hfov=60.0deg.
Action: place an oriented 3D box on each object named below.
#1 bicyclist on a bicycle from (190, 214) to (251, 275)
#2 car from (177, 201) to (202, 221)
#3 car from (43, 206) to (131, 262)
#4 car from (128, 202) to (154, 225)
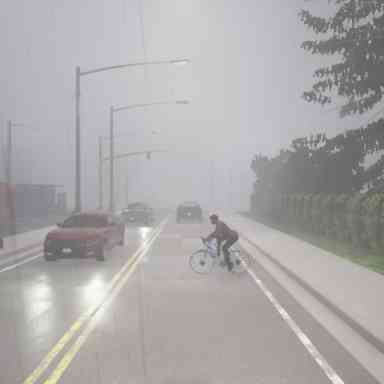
[{"bbox_3d":[0.757,1.434,8.965,1.656,1.620,0.582,0,0,-1],"label":"bicyclist on a bicycle"},{"bbox_3d":[-0.226,1.470,26.842,1.882,1.535,5.008,0,0,-1],"label":"car"},{"bbox_3d":[-3.737,1.474,12.349,1.882,1.535,5.008,0,0,-1],"label":"car"},{"bbox_3d":[-3.863,1.499,23.915,1.837,1.490,4.892,0,0,0],"label":"car"}]
